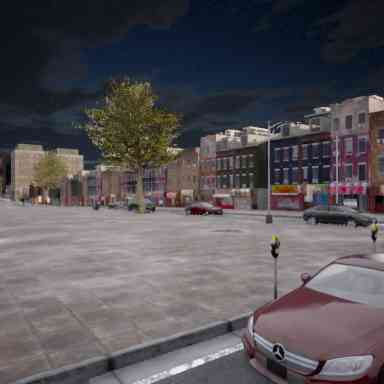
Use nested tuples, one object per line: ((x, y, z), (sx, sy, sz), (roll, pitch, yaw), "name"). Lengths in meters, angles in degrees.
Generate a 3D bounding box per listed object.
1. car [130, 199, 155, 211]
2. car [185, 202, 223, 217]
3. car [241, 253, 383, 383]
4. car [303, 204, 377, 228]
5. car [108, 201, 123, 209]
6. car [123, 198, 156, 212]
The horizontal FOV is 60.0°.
((-7.944, 2.038, 52.872), (2.097, 1.767, 4.553), (0, -1, -36), "car")
((1.229, 1.800, 35.018), (1.882, 1.535, 5.008), (0, -1, -36), "car")
((2.578, 1.582, 4.642), (4.206, 1.307, 1.802), (0, 0, -35), "car")
((9.993, 1.630, 22.805), (1.837, 1.490, 4.892), (0, -1, -36), "car")
((-13.819, 2.395, 61.059), (2.128, 1.511, 4.902), (0, -1, -35), "car")
((-7.139, 1.797, 46.756), (2.150, 2.045, 5.566), (0, -1, -35), "car")
